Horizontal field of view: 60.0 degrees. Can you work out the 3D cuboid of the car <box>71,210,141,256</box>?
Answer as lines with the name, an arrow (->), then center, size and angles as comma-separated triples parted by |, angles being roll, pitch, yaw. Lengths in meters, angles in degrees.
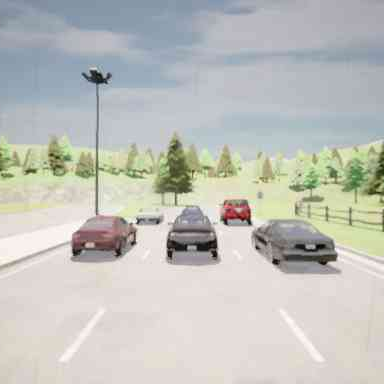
car -> -3.482, 1.679, 13.710 | 1.812, 1.442, 4.674 | 0, 0, 0

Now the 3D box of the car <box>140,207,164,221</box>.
car -> -3.451, 1.913, 28.071 | 1.895, 1.301, 4.718 | 0, -1, 1

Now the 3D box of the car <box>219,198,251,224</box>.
car -> 3.524, 1.530, 27.383 | 2.150, 2.045, 5.566 | 0, 0, 1

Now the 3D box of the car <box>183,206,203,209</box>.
car -> 0.064, 1.880, 28.343 | 1.994, 1.385, 4.181 | 0, -1, 2

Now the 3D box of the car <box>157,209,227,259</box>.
car -> 0.015, 1.642, 13.327 | 2.128, 1.511, 4.902 | 0, 0, 0

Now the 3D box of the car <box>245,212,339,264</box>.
car -> 3.506, 1.686, 12.334 | 2.033, 1.411, 5.357 | 0, -1, 0
